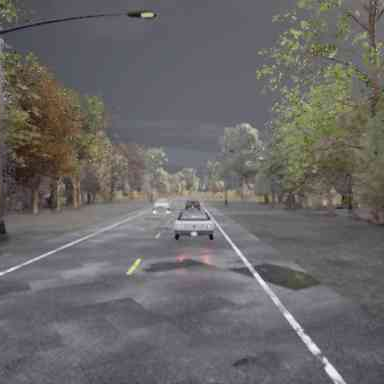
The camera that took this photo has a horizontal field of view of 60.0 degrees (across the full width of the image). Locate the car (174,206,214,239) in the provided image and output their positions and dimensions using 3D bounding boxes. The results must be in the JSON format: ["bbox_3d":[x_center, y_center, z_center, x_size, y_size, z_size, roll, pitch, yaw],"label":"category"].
[{"bbox_3d":[0.095,1.616,17.398,1.895,1.301,4.718,0,0,0],"label":"car"}]

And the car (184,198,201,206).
[{"bbox_3d":[0.088,1.536,43.487,1.837,1.490,4.892,0,0,0],"label":"car"}]

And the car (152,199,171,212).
[{"bbox_3d":[-3.590,1.553,40.099,1.812,1.442,4.674,0,0,0],"label":"car"}]
